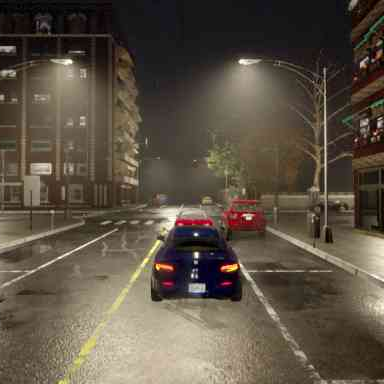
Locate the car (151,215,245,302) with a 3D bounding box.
[{"bbox_3d":[0.088,1.528,8.157,1.812,1.442,4.674,0,0,0],"label":"car"}]

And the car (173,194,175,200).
[{"bbox_3d":[-5.803,1.606,78.268,2.008,1.369,4.403,1,0,0],"label":"car"}]

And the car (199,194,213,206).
[{"bbox_3d":[2.613,1.560,56.291,1.752,1.417,4.829,1,0,0],"label":"car"}]

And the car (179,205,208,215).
[{"bbox_3d":[0.071,1.608,17.900,1.895,1.301,4.718,0,0,0],"label":"car"}]

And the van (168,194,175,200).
[{"bbox_3d":[-5.826,1.417,94.884,1.690,1.788,3.998,1,0,0],"label":"van"}]

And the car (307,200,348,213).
[{"bbox_3d":[15.153,1.607,37.144,4.313,1.339,1.947,0,-1,0],"label":"car"}]

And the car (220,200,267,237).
[{"bbox_3d":[2.679,1.322,18.091,2.192,1.841,5.009,1,0,0],"label":"car"}]

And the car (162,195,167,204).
[{"bbox_3d":[-5.768,1.616,56.113,1.802,1.307,4.206,1,0,0],"label":"car"}]

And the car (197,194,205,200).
[{"bbox_3d":[2.554,1.391,94.887,2.192,1.841,5.009,1,0,0],"label":"car"}]

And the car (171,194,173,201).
[{"bbox_3d":[-5.794,1.632,72.730,1.802,1.307,4.206,1,0,0],"label":"car"}]

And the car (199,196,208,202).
[{"bbox_3d":[2.576,1.622,78.274,1.947,1.339,4.313,1,0,0],"label":"car"}]

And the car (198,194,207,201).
[{"bbox_3d":[2.572,1.377,83.812,2.192,1.841,5.009,1,0,0],"label":"car"}]

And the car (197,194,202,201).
[{"bbox_3d":[2.586,1.601,72.735,2.008,1.369,4.403,1,0,0],"label":"car"}]

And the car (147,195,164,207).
[{"bbox_3d":[-5.759,1.612,50.576,1.802,1.307,4.206,1,0,0],"label":"car"}]

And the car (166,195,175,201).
[{"bbox_3d":[-5.821,1.620,89.346,2.008,1.369,4.403,1,0,0],"label":"car"}]

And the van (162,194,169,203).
[{"bbox_3d":[-5.772,1.380,61.652,1.690,1.788,3.998,1,0,0],"label":"van"}]

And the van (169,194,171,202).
[{"bbox_3d":[-5.781,1.385,67.191,1.690,1.788,3.998,1,0,0],"label":"van"}]
